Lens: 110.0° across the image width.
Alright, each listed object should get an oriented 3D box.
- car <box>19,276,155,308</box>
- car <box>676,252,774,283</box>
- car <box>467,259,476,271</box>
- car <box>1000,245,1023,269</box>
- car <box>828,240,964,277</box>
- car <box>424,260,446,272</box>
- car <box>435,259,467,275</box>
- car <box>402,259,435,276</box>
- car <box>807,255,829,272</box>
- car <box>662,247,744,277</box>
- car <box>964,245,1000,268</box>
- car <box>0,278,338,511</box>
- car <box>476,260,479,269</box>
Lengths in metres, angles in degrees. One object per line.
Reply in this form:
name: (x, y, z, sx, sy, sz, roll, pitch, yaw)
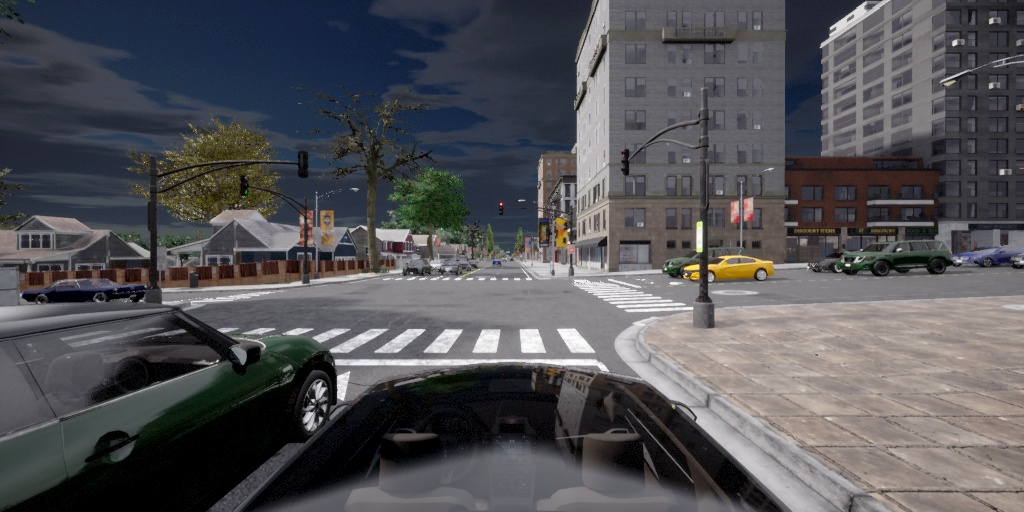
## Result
car: (-21.623, 1.807, 18.381, 4.718, 1.301, 1.895, -2, 0, 0)
car: (13.026, 0.742, 21.721, 5.008, 1.535, 1.882, -2, 0, -1)
car: (-6.619, 1.335, 49.275, 2.033, 1.411, 5.357, 0, 0, 0)
car: (33.374, 0.023, 21.778, 4.674, 1.442, 1.812, -2, 0, 0)
car: (23.122, 0.099, 21.752, 5.566, 2.045, 2.150, -2, 0, 0)
car: (-9.868, 1.308, 46.463, 1.812, 1.442, 4.674, 0, 0, 0)
car: (-6.610, 1.262, 39.557, 2.128, 1.511, 4.902, 0, 0, 0)
car: (-9.861, 1.121, 37.480, 2.097, 1.767, 4.553, 0, 0, 0)
car: (23.412, 0.361, 25.004, 4.892, 1.490, 1.837, -2, 0, 0)
car: (13.445, 0.459, 24.970, 5.566, 2.045, 2.150, -2, 0, 0)
car: (33.544, 0.007, 25.031, 4.674, 1.442, 1.812, -2, 0, 0)
car: (-3.151, 1.102, 2.490, 2.097, 1.767, 4.553, 0, 0, 0)
car: (-6.613, 1.322, 59.621, 1.837, 1.490, 4.892, 0, 0, 0)
